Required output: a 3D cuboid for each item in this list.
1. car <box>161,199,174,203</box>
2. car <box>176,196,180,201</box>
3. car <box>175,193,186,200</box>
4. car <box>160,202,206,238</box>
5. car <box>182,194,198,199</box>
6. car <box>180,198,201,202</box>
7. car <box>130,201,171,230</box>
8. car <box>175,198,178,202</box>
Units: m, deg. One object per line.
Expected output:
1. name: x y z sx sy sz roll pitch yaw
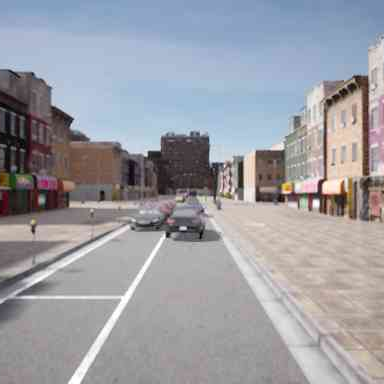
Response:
1. car: -2.631 1.467 25.803 1.887 1.381 4.507 0 0 0
2. car: -2.630 1.428 36.621 1.752 1.417 4.829 0 0 0
3. car: -2.628 1.404 68.579 1.752 1.417 4.829 0 0 0
4. car: -0.274 1.468 17.319 1.812 1.442 4.674 0 0 3
5. car: 0.116 1.399 43.339 1.837 1.490 4.892 0 0 2
6. car: 0.094 1.513 30.789 1.895 1.301 4.718 0 0 0
7. car: -2.631 1.486 20.309 2.008 1.369 4.403 0 0 0
8. car: -2.630 1.456 31.298 1.887 1.381 4.507 0 0 0
